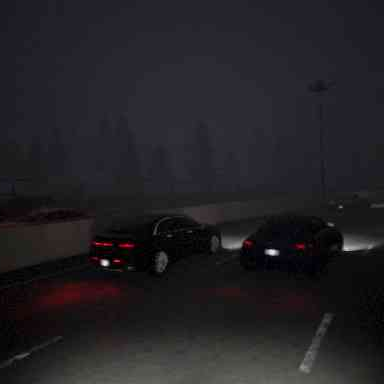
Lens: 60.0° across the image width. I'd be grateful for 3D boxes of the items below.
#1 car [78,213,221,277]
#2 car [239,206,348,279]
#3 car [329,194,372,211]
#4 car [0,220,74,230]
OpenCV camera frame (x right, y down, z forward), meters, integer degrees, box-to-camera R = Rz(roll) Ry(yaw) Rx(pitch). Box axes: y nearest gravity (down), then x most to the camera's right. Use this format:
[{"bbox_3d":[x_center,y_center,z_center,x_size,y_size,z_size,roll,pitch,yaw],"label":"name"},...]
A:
[{"bbox_3d":[-0.823,1.387,10.089,1.837,1.490,4.892,-2,1,32],"label":"car"},{"bbox_3d":[2.973,1.333,9.523,1.994,1.385,4.181,-1,1,33],"label":"car"},{"bbox_3d":[13.062,0.799,27.246,4.718,1.301,1.895,-3,1,-44],"label":"car"},{"bbox_3d":[-6.403,1.474,14.703,1.882,1.535,5.008,-1,1,34],"label":"car"}]
